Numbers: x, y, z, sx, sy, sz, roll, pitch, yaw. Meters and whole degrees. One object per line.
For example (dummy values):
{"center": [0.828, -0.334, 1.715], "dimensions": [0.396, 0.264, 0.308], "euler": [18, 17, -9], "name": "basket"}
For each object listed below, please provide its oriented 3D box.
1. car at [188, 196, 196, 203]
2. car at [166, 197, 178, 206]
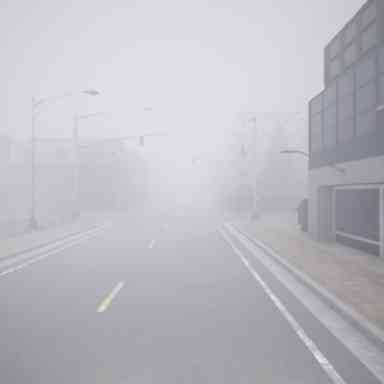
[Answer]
{"center": [0.003, 1.578, 73.082], "dimensions": [2.033, 1.411, 5.357], "euler": [0, 0, 0], "name": "car"}
{"center": [-3.532, 1.644, 59.859], "dimensions": [1.837, 1.490, 4.892], "euler": [0, 0, 1], "name": "car"}
